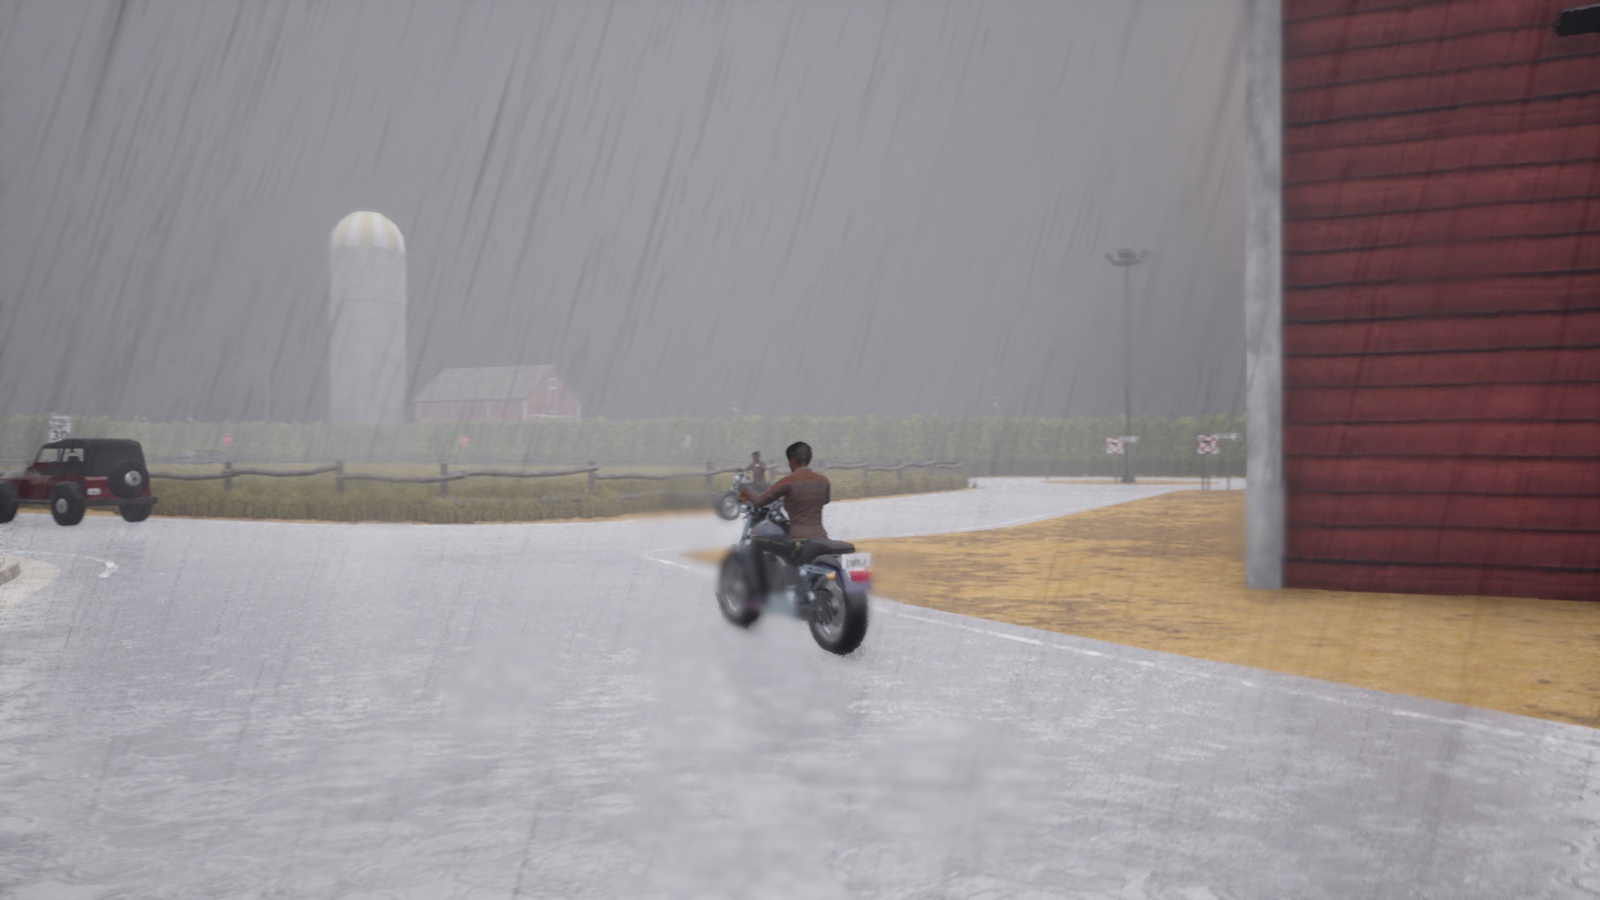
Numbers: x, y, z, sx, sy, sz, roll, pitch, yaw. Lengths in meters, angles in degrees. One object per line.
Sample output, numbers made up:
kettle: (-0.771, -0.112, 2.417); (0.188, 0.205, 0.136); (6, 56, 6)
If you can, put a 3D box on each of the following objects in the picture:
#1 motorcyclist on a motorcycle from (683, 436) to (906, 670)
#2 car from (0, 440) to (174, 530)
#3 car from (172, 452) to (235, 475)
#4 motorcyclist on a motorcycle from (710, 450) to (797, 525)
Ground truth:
motorcyclist on a motorcycle: (-0.120, 0.742, 10.106); (0.766, 1.649, 2.350); (0, -1, -28)
car: (-16.114, 0.738, 28.004); (3.866, 1.878, 1.905); (0, 0, 27)
car: (-42.442, 0.951, 89.426); (1.789, 1.549, 3.705); (0, 1, 28)
motorcyclist on a motorcycle: (-1.045, 0.829, 28.944); (0.766, 1.649, 2.350); (0, 0, 33)
